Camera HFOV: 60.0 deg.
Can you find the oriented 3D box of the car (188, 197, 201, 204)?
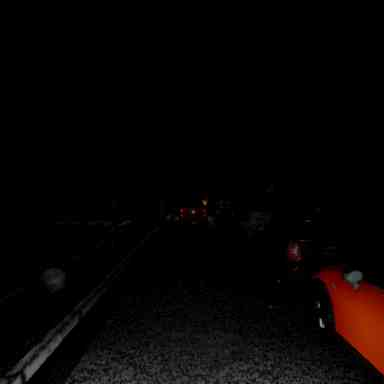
[{"bbox_3d":[0.508,1.783,70.077,2.231,1.521,4.892,0,0,-7],"label":"car"}]

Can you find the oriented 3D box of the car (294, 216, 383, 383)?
[{"bbox_3d":[2.996,1.355,3.750,2.185,1.767,4.553,0,0,0],"label":"car"}]

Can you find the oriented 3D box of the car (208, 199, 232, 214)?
[{"bbox_3d":[2.977,1.529,36.901,2.231,1.521,4.892,0,0,0],"label":"car"}]

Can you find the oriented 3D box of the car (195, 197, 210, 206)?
[{"bbox_3d":[1.782,1.725,59.211,2.163,1.488,4.792,0,0,-5],"label":"car"}]

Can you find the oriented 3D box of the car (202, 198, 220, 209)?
[{"bbox_3d":[2.630,1.609,47.992,2.097,1.535,5.008,0,0,-2],"label":"car"}]

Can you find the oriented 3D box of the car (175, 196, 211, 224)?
[{"bbox_3d":[0.091,1.369,24.748,2.097,1.767,4.553,0,0,0],"label":"car"}]

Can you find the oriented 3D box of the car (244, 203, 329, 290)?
[{"bbox_3d":[2.994,1.357,9.270,2.185,1.767,4.553,0,0,0],"label":"car"}]

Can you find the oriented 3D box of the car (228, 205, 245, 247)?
[{"bbox_3d":[2.992,1.528,14.947,2.002,1.452,4.674,0,0,0],"label":"car"}]

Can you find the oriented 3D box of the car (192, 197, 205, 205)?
[{"bbox_3d":[1.197,1.778,64.699,2.002,1.452,4.674,0,0,-6],"label":"car"}]

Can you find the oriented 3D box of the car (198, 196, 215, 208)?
[{"bbox_3d":[2.280,1.526,53.505,2.185,1.767,4.553,0,0,-4],"label":"car"}]

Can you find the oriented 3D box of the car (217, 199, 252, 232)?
[{"bbox_3d":[2.991,1.368,20.440,2.185,1.767,4.553,0,0,0],"label":"car"}]

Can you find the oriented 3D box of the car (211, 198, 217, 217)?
[{"bbox_3d":[2.987,1.509,31.381,2.231,1.521,4.892,0,0,0],"label":"car"}]

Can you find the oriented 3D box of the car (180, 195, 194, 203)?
[{"bbox_3d":[-1.275,1.681,81.183,2.435,2.045,5.566,0,-1,-10],"label":"car"}]

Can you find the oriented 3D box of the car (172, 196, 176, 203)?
[{"bbox_3d":[-3.501,2.208,91.993,2.002,1.452,4.674,0,-1,-12],"label":"car"}]
